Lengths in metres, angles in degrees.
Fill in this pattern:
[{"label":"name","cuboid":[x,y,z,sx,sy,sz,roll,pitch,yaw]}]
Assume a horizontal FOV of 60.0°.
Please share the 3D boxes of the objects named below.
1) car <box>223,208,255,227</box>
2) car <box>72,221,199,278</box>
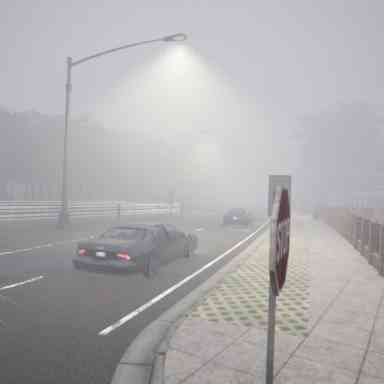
[{"label":"car","cuboid":[3.749,1.911,26.088,1.994,1.385,4.181,2,-1,17]},{"label":"car","cuboid":[-1.417,1.633,10.618,2.033,1.411,5.357,2,0,20]}]
